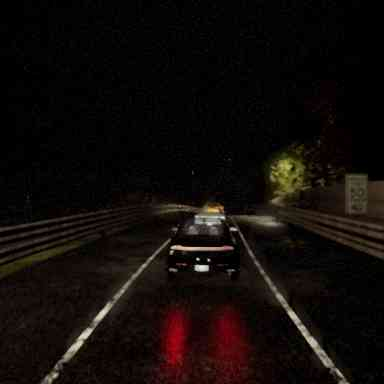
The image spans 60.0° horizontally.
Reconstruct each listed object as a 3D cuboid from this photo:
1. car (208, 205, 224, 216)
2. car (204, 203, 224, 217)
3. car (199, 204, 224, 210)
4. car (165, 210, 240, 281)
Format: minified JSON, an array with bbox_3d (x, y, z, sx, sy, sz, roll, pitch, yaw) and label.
[{"bbox_3d":[3.155,2.402,43.580,1.895,1.301,4.718,0,-3,4],"label":"car"},{"bbox_3d":[2.513,2.001,37.497,2.128,1.511,4.902,0,-2,5],"label":"car"},{"bbox_3d":[1.233,1.680,22.150,1.895,1.301,4.718,0,-1,5],"label":"car"},{"bbox_3d":[0.355,1.508,9.936,2.128,1.511,4.902,0,0,3],"label":"car"}]
